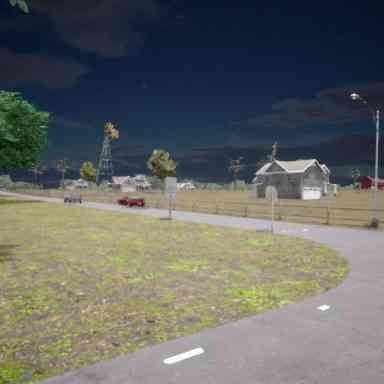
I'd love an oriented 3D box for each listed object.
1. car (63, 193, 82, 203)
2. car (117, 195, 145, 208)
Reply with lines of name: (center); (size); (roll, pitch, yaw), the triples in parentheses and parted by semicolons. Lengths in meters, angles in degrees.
car: (-18.412, 0.928, 51.304); (1.837, 1.490, 4.892); (2, -1, -35)
car: (-7.545, 1.129, 40.788); (1.882, 1.535, 5.008); (2, 0, -35)
